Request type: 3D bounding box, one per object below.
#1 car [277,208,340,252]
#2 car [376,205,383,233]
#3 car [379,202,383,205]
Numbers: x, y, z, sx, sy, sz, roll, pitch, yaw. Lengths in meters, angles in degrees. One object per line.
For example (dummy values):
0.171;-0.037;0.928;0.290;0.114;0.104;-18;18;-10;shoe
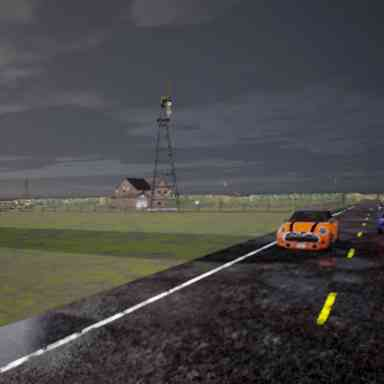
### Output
5.368;1.561;15.081;2.097;1.767;4.553;-1;-1;29;car
12.579;1.731;20.653;1.812;1.442;4.674;-1;-1;29;car
21.640;1.886;36.949;2.128;1.511;4.902;-1;-1;29;car
